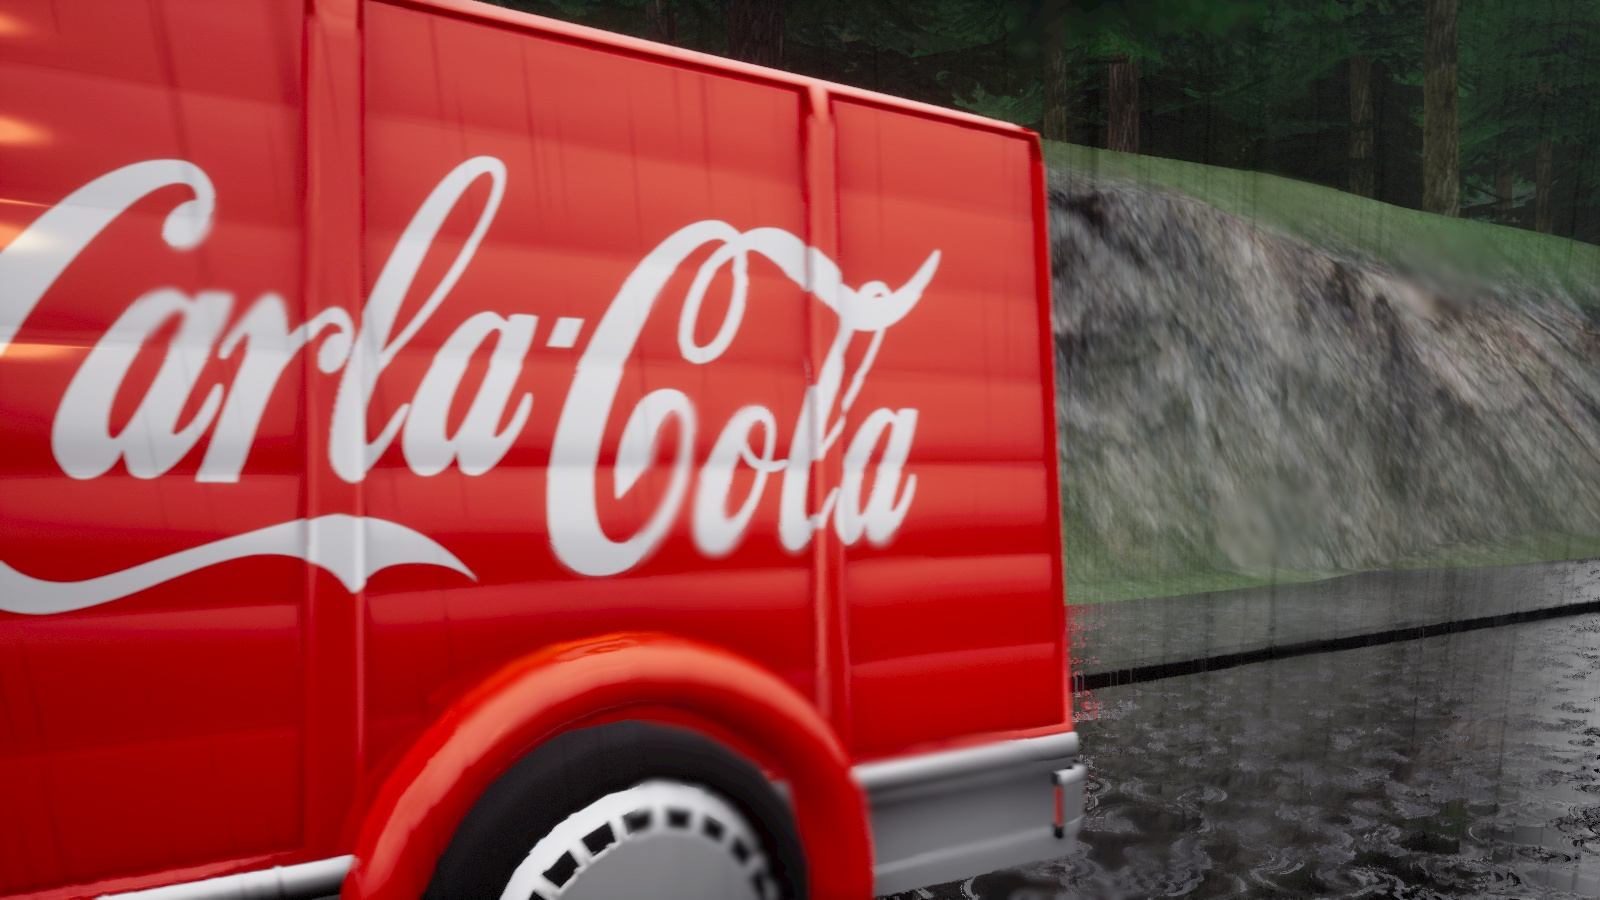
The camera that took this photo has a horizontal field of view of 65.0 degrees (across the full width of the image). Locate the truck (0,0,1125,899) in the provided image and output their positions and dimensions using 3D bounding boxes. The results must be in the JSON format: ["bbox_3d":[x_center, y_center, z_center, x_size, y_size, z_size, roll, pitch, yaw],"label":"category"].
[{"bbox_3d":[-2.045,0.269,2.855,5.204,2.467,2.627,0,0,-35],"label":"truck"}]
